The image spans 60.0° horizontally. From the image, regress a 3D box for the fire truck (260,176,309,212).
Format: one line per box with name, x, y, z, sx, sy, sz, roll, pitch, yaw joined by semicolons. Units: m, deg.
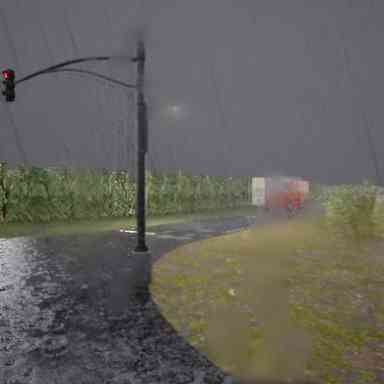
fire truck;10.625;0.199;37.601;2.891;3.827;8.468;0;0;35
